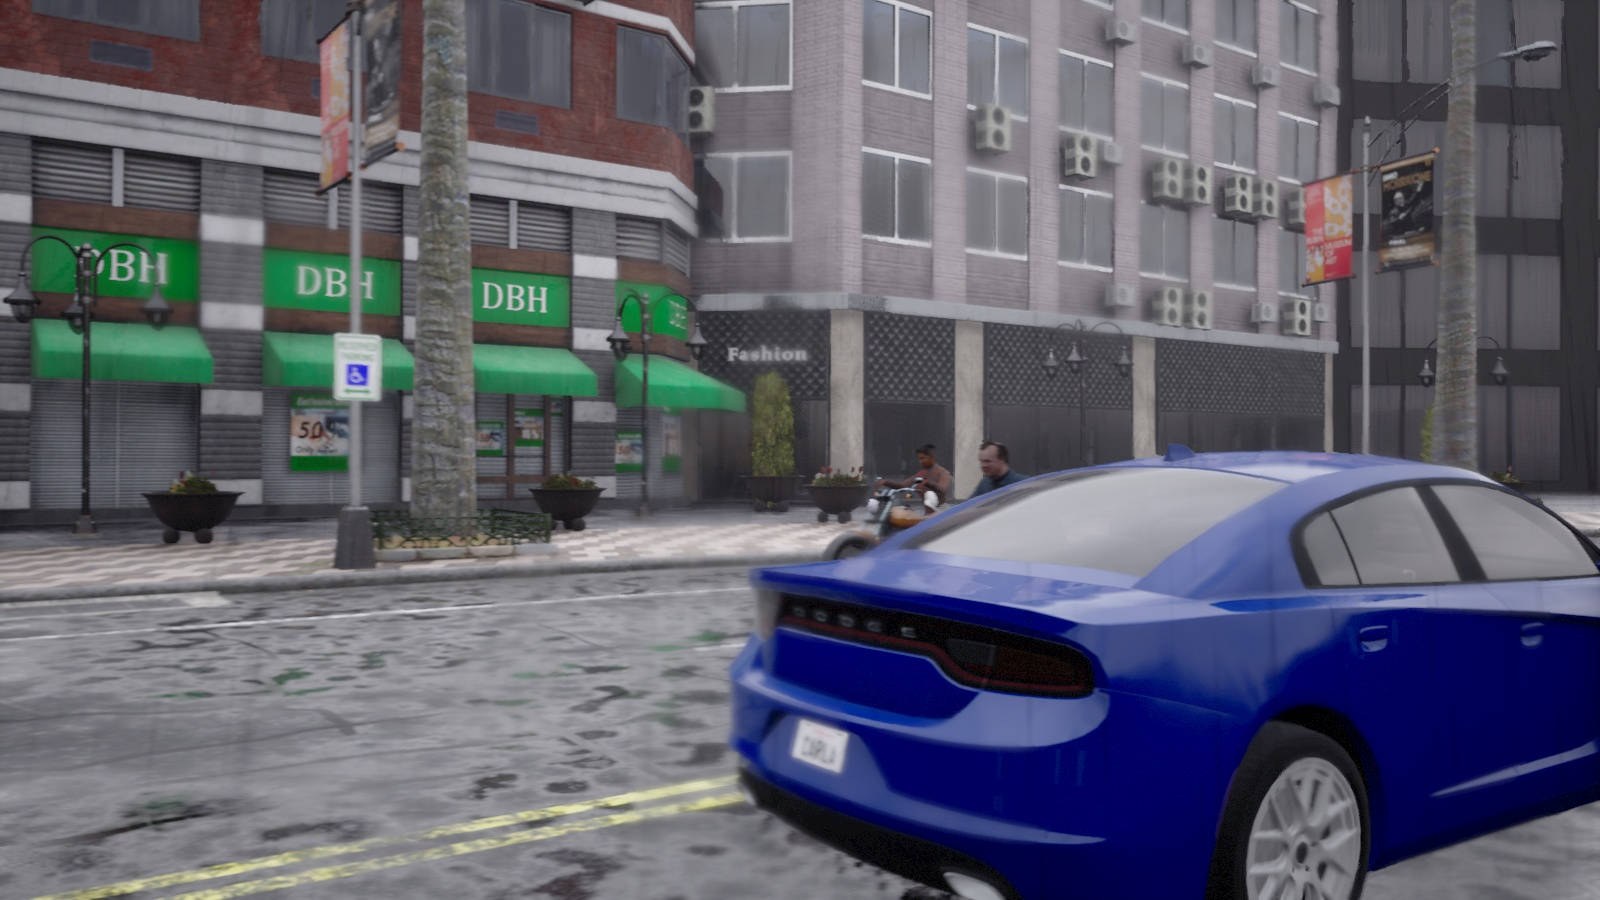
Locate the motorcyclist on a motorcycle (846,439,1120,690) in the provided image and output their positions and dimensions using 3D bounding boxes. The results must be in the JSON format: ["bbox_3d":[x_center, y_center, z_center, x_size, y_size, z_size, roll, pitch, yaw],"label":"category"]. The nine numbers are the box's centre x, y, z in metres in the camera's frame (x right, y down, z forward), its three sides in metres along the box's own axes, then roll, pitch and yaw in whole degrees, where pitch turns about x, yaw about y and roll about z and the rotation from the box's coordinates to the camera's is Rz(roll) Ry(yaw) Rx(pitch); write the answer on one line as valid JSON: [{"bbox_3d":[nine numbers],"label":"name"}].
[{"bbox_3d":[1.307,0.728,8.851,1.817,1.590,0.866,0,0,-36],"label":"motorcyclist on a motorcycle"}]

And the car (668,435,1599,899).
[{"bbox_3d":[2.120,0.739,5.184,5.008,1.535,1.882,0,0,-35],"label":"car"}]

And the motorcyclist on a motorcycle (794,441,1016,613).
[{"bbox_3d":[1.124,0.739,13.036,2.350,1.649,0.766,0,0,-36],"label":"motorcyclist on a motorcycle"}]
